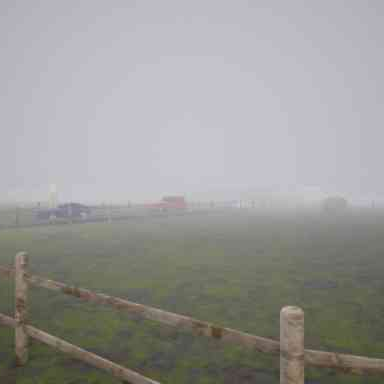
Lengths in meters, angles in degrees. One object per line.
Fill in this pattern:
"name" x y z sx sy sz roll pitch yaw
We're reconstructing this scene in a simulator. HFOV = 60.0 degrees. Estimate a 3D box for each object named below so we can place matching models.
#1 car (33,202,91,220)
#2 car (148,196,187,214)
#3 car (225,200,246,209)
"car" -11.335 1.628 29.219 1.882 1.535 5.008 0 0 36
"car" -2.880 1.498 40.815 2.150 2.045 5.566 0 0 36
"car" 7.186 1.971 54.493 1.812 1.442 4.674 0 -1 36
